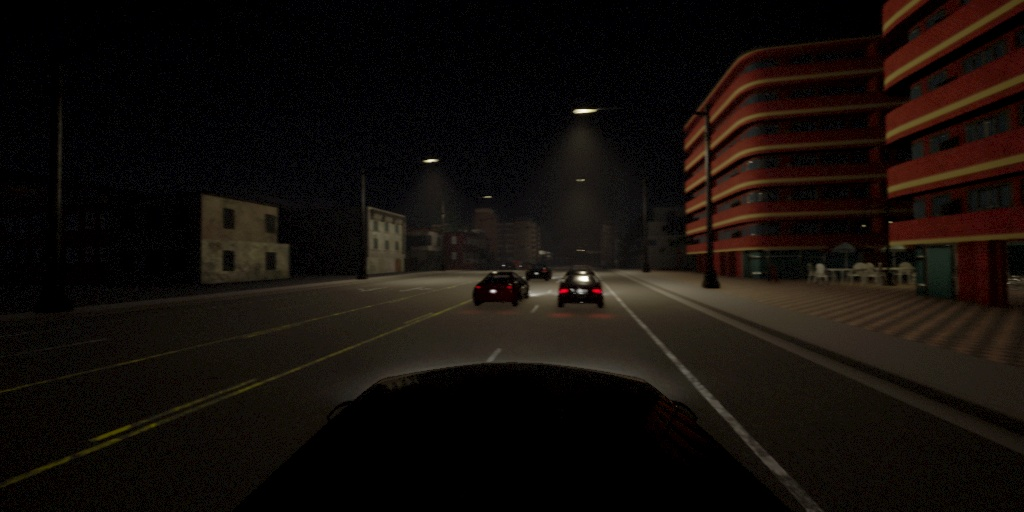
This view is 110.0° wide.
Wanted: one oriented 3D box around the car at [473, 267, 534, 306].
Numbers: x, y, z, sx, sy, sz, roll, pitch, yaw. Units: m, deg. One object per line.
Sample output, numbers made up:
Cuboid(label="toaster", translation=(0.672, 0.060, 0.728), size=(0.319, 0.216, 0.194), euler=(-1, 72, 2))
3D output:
Cuboid(label="car", translation=(-0.393, 1.416, 16.633), size=(1.994, 1.385, 4.181), euler=(-1, 0, 11))

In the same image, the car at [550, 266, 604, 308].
Cuboid(label="car", translation=(2.986, 1.352, 15.686), size=(2.033, 1.411, 5.357), euler=(-1, 0, 11))

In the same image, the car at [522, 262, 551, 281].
Cuboid(label="car", translation=(2.390, 1.417, 31.417), size=(1.994, 1.385, 4.181), euler=(-1, 0, 11))
